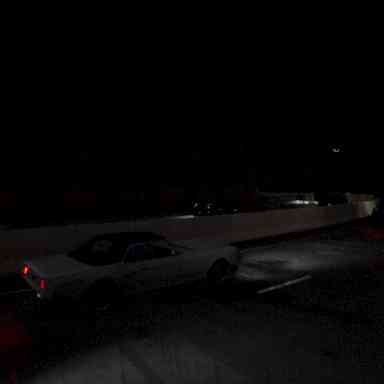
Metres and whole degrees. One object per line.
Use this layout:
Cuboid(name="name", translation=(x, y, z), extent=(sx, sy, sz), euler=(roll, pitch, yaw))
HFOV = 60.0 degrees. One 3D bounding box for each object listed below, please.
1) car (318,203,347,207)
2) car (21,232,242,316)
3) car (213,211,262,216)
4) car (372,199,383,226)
Cuboid(name="car", translation=(14.907, 0.898, 34.933), extent=(2.150, 2.045, 5.566), euler=(0, 0, 34))
Cuboid(name="car", translation=(-1.082, 1.572, 7.498), extent=(4.718, 1.301, 1.895), euler=(-1, 0, -38))
Cuboid(name="car", translation=(4.138, 1.420, 26.865), extent=(1.895, 1.301, 4.718), euler=(0, 0, 42))
Cuboid(name="car", translation=(12.791, 1.125, 20.629), extent=(2.097, 1.767, 4.553), euler=(0, 0, 42))
